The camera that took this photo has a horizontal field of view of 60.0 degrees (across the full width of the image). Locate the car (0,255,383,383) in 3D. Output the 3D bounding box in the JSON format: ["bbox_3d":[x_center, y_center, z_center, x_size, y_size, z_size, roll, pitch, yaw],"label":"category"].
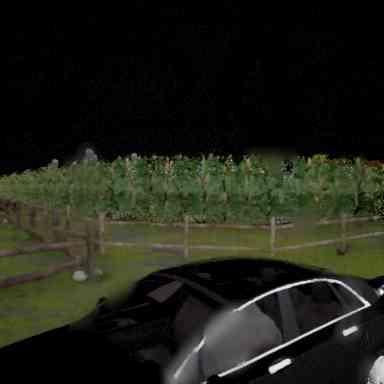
[{"bbox_3d":[0.197,1.501,3.207,4.892,1.490,1.837,0,0,-35],"label":"car"}]
